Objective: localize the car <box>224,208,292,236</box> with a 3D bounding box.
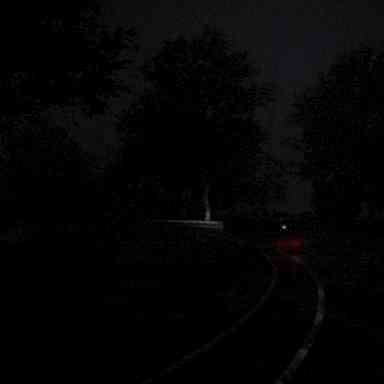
[{"bbox_3d":[3.854,1.737,20.285,2.128,1.511,4.902,0,-1,-29],"label":"car"}]
